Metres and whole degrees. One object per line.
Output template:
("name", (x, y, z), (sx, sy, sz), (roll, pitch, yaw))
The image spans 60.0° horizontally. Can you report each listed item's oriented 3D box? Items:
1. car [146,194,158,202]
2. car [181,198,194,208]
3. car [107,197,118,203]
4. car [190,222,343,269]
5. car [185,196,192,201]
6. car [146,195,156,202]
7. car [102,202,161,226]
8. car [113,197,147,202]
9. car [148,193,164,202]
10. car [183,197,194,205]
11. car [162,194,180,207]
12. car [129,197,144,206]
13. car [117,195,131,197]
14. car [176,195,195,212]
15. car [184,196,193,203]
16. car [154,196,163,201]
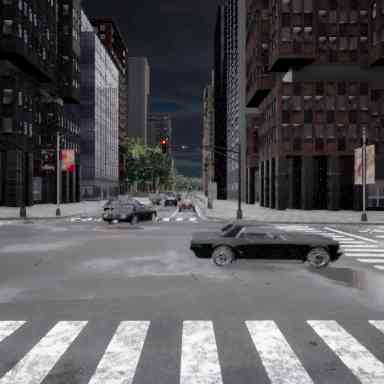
("car", (-9.290, 1.417, 76.889), (2.192, 1.841, 5.009), (0, 0, 0))
("car", (-0.620, 1.614, 49.799), (1.802, 1.307, 4.206), (0, 0, 0))
("car", (-9.088, 1.574, 38.907), (1.947, 1.339, 4.313), (0, 0, 0))
("car", (2.286, 1.661, 10.887), (4.718, 1.301, 1.895), (1, 0, 0))
("car", (-0.852, 1.695, 93.199), (1.887, 1.381, 4.507), (0, 0, 0))
("car", (-6.455, 1.548, 45.266), (1.812, 1.442, 4.674), (0, 0, 0))
("car", (-4.166, 1.563, 22.981), (1.895, 1.301, 4.718), (0, 0, 18))
("car", (-6.402, 1.547, 35.040), (2.033, 1.411, 5.357), (0, 0, 0))
("car", (-6.499, 1.268, 55.909), (2.150, 2.045, 5.566), (0, 0, -1))
("car", (-0.678, 1.603, 60.649), (1.887, 1.381, 4.507), (0, 0, 0))
("car", (-3.304, 1.519, 53.788), (1.882, 1.535, 5.008), (0, 0, 0))
("car", (-9.173, 1.570, 55.015), (1.752, 1.417, 4.829), (0, 0, 0))
("car", (-9.118, 1.335, 44.334), (2.192, 1.841, 5.009), (0, 0, 0))
("car", (-0.563, 1.448, 38.950), (1.967, 1.590, 4.097), (0, 0, 0))
("car", (-0.736, 1.612, 71.669), (1.752, 1.417, 4.829), (0, 0, 0))
("car", (-9.376, 1.696, 93.166), (1.887, 1.381, 4.507), (0, 0, 0))
